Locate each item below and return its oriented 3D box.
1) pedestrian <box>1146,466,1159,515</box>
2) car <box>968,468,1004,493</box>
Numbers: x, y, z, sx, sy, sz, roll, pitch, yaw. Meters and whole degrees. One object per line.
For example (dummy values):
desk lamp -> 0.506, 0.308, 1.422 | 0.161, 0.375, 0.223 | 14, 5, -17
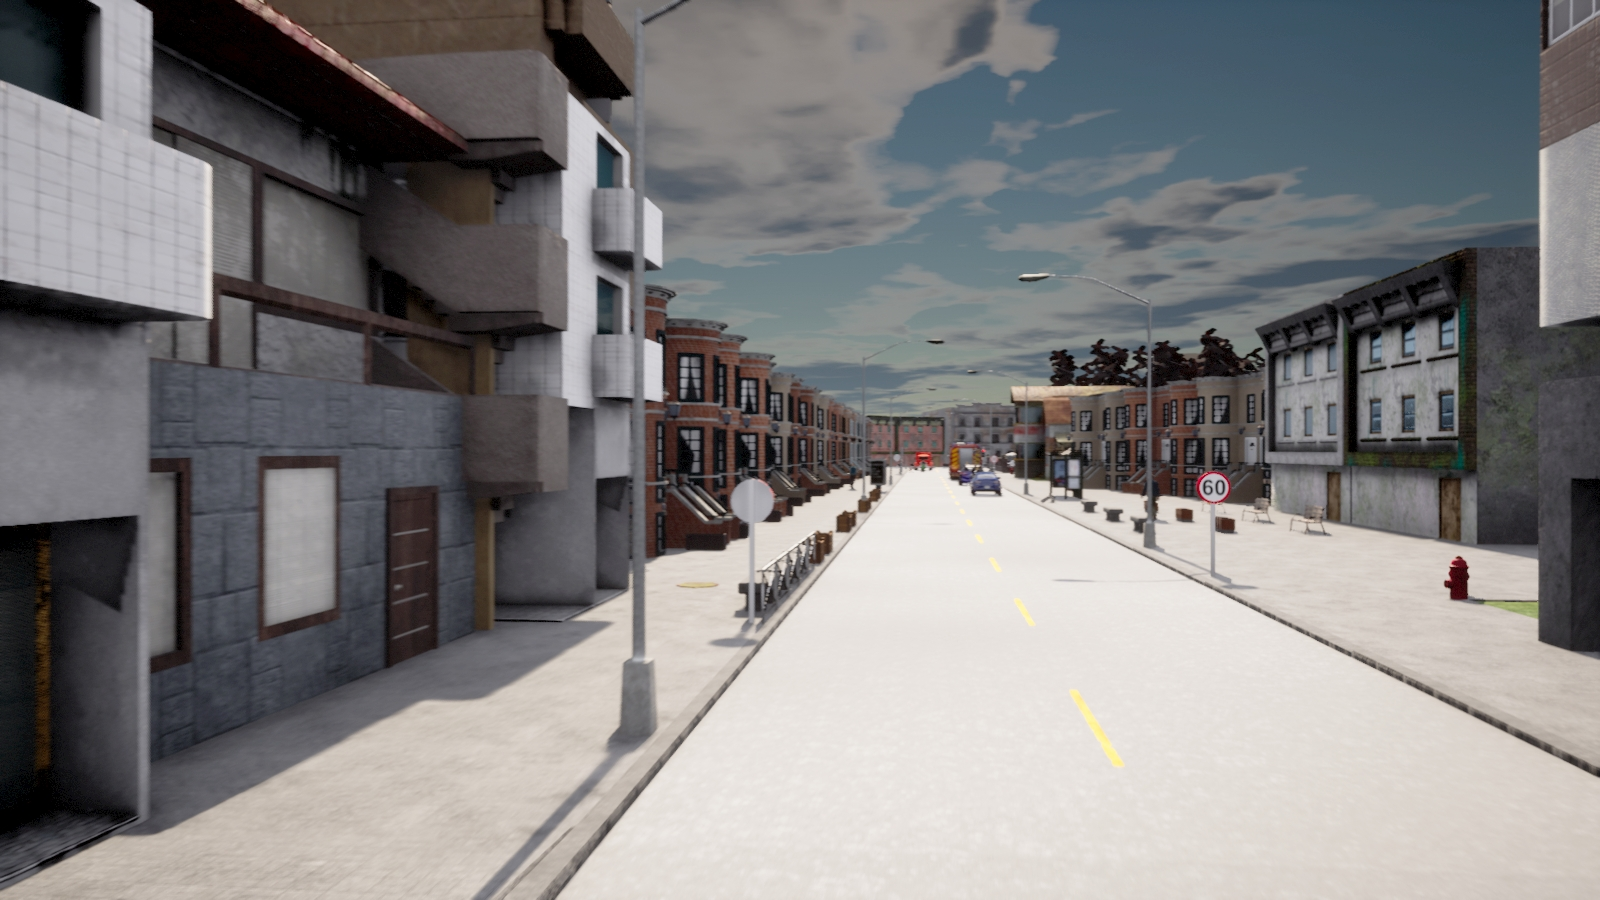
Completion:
pedestrian -> 13.510, 1.544, 43.777 | 0.375, 1.860, 0.375 | 0, 0, 3
car -> 11.738, 1.888, 72.327 | 2.002, 1.442, 4.674 | 0, 0, 6
